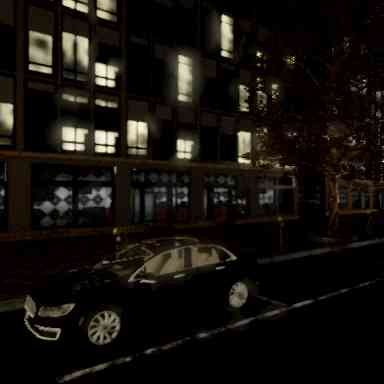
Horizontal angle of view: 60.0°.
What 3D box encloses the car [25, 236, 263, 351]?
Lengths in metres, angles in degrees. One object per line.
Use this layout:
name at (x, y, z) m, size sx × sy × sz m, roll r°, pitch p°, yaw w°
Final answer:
car at (-0.614, 1.548, 6.114) m, size 4.403 × 1.369 × 2.008 m, roll 0°, pitch 0°, yaw -35°
